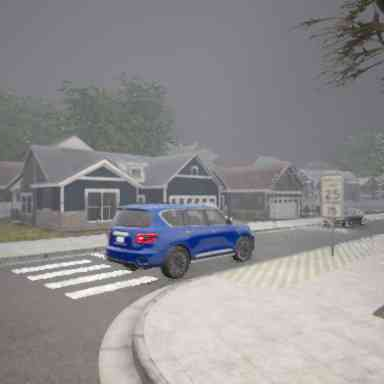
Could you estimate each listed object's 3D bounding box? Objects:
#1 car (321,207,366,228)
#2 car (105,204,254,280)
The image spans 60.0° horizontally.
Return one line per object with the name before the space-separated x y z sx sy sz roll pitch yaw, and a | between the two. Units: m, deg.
car | 12.200 2.018 26.652 4.892 1.490 1.837 1 -1 -41
car | -0.139 1.417 10.944 2.150 2.045 5.566 -1 -2 42
